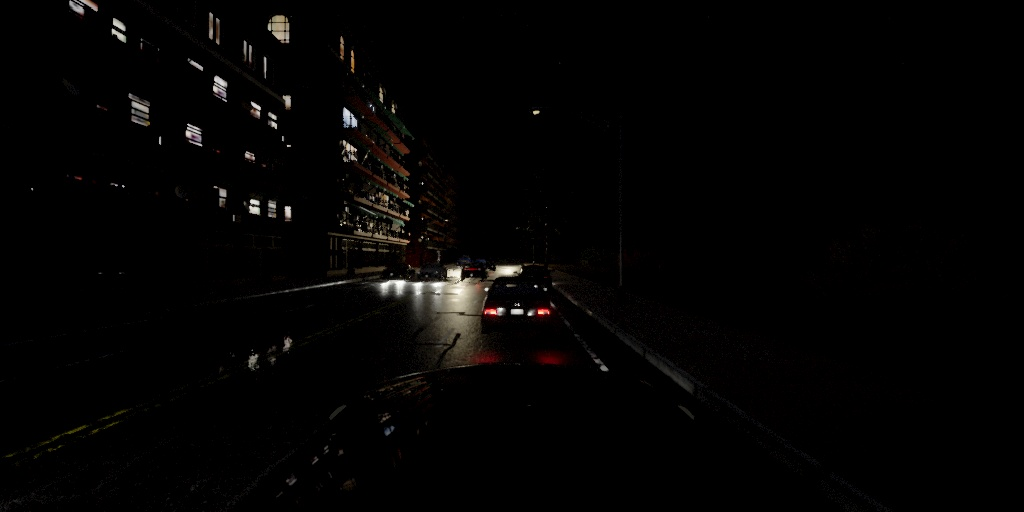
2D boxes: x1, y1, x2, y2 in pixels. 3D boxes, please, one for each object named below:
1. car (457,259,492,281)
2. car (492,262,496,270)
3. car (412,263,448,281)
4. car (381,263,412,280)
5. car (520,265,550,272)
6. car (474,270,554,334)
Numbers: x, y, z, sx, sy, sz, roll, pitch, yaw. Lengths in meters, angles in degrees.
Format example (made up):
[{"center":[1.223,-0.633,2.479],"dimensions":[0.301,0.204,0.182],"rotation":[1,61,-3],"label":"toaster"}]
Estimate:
[{"center":[-3.097,1.244,30.000],"dimensions":[2.128,1.511,4.902],"rotation":[0,0,0],"label":"car"},{"center":[-3.065,1.352,46.792],"dimensions":[1.895,1.301,4.718],"rotation":[0,0,0],"label":"car"},{"center":[-6.548,1.278,29.811],"dimensions":[1.812,1.442,4.674],"rotation":[0,0,0],"label":"car"},{"center":[-9.795,1.316,31.160],"dimensions":[1.994,1.385,4.181],"rotation":[0,0,0],"label":"car"},{"center":[1.171,1.257,20.257],"dimensions":[1.837,1.490,4.892],"rotation":[0,0,0],"label":"car"},{"center":[0.117,1.299,10.568],"dimensions":[2.033,1.411,5.357],"rotation":[0,0,0],"label":"car"}]
